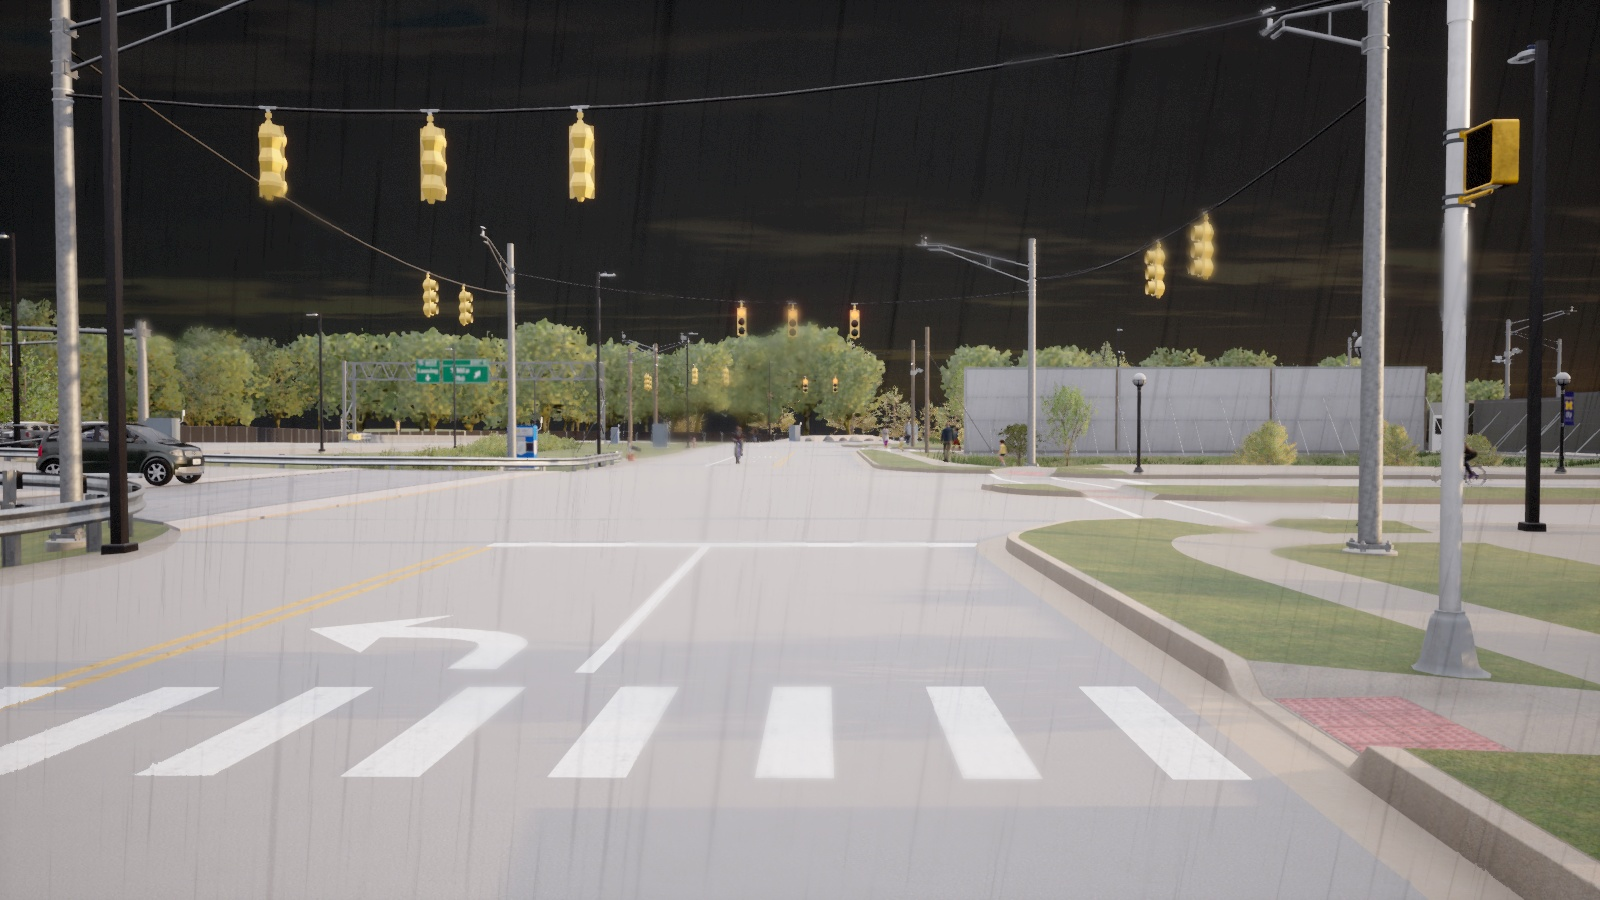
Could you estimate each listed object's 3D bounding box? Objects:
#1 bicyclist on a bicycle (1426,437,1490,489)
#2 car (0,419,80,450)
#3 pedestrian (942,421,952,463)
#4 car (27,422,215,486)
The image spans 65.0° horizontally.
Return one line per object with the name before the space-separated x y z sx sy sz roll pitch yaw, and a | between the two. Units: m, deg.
bicyclist on a bicycle | 20.525 0.398 39.192 1.656 1.620 0.582 0 1 1
car | -37.305 -0.735 61.416 1.970 1.475 3.806 0 1 1
pedestrian | 6.569 -0.364 56.195 0.402 1.842 0.726 0 2 2
car | -16.832 0.079 31.249 3.705 1.549 1.789 0 1 1
